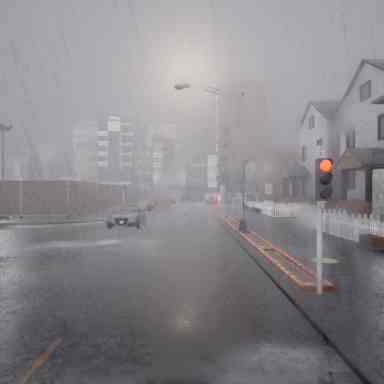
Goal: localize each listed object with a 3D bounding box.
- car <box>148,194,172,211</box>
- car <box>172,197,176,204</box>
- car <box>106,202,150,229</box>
[{"bbox_3d":[-4.082,1.220,41.244,2.150,2.045,5.566,0,0,0],"label":"car"},{"bbox_3d":[-3.989,1.601,61.378,1.895,1.301,4.718,0,0,0],"label":"car"},{"bbox_3d":[-4.091,1.564,21.288,1.994,1.385,4.181,0,0,0],"label":"car"}]
